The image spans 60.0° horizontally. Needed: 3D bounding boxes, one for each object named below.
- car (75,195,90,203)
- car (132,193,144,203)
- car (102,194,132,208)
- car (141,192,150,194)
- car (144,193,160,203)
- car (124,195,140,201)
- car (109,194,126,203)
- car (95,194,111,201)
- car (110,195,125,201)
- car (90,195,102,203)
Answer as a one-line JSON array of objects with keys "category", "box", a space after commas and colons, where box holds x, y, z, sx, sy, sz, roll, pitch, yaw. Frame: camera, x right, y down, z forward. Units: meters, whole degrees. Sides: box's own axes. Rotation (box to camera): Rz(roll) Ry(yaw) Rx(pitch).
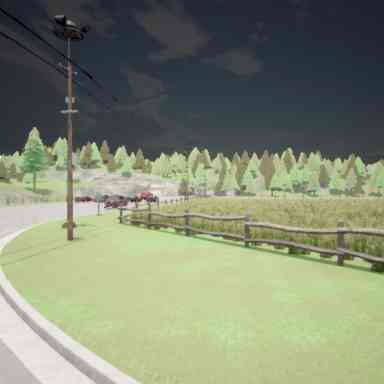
[{"category": "car", "box": [-22.112, 1.437, 68.123, 1.882, 1.535, 5.008, 0, 0, 7]}, {"category": "car", "box": [-11.681, 1.459, 66.918, 1.882, 1.535, 5.008, 0, 0, 7]}, {"category": "car", "box": [-10.414, 1.338, 46.456, 2.097, 1.767, 4.553, 0, 0, 6]}, {"category": "car", "box": [-10.482, 1.036, 77.299, 2.150, 2.045, 5.566, 0, 0, 7]}, {"category": "car", "box": [-7.924, 1.488, 68.800, 1.837, 1.490, 4.892, 0, 1, 7]}, {"category": "car", "box": [-13.962, 1.350, 77.671, 2.033, 1.411, 5.357, 0, 0, 7]}, {"category": "car", "box": [-15.098, 1.332, 67.842, 2.097, 1.767, 4.553, 0, 0, 7]}, {"category": "car", "box": [-20.916, 1.286, 78.474, 1.882, 1.535, 5.008, 0, 0, 7]}, {"category": "car", "box": [-17.436, 1.404, 78.102, 1.895, 1.301, 4.718, 0, 0, 7]}, {"category": "car", "box": [-18.587, 1.524, 68.136, 1.994, 1.385, 4.181, 0, 0, 7]}]
